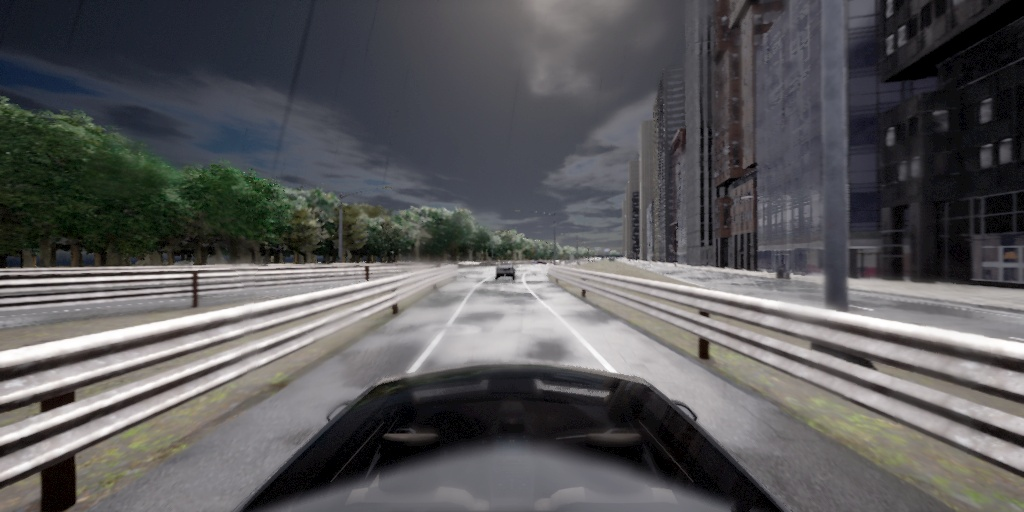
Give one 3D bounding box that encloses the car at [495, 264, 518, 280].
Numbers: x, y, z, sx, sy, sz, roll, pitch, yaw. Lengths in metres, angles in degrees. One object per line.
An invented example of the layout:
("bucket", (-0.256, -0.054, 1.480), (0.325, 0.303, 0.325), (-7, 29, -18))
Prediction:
("car", (-0.552, 1.452, 34.334), (1.837, 1.490, 4.892), (0, 0, 2))
